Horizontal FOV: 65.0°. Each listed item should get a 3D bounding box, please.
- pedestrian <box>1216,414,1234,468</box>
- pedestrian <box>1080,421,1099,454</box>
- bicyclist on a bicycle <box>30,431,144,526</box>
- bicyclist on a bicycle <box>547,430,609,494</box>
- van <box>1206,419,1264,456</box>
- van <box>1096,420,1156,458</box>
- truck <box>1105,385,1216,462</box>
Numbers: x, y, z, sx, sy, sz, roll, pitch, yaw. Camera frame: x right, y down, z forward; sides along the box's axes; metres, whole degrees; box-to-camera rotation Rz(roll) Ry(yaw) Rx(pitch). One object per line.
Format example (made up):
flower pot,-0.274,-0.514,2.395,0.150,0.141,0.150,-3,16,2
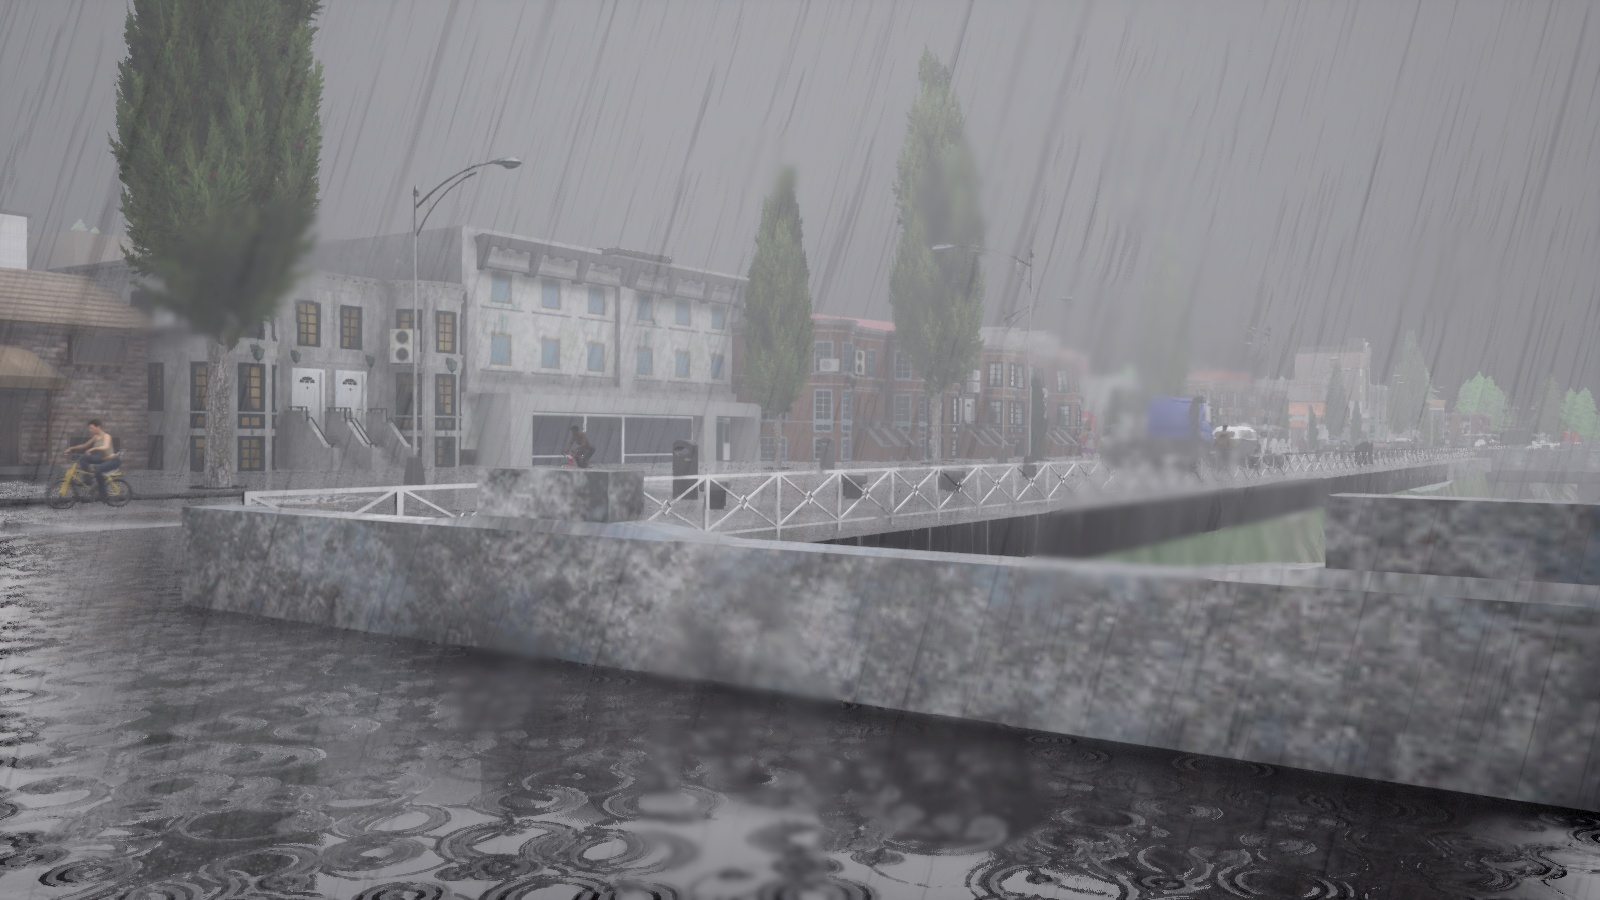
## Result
pedestrian,15.431,-0.322,45.605,0.396,1.930,0.692,0,1,37
pedestrian,17.383,-0.747,75.363,0.873,1.952,0.659,-1,1,-28
bicyclist on a bicycle,-12.647,0.476,22.318,0.866,1.612,1.509,0,1,34
bicyclist on a bicycle,-5.772,0.288,32.688,0.582,1.620,1.656,0,1,34
van,24.823,-0.749,71.572,2.069,2.038,4.480,0,1,34
van,17.674,-0.606,68.028,1.775,1.987,4.442,0,1,34
truck,17.472,-1.236,60.490,2.891,3.462,7.936,0,1,34
